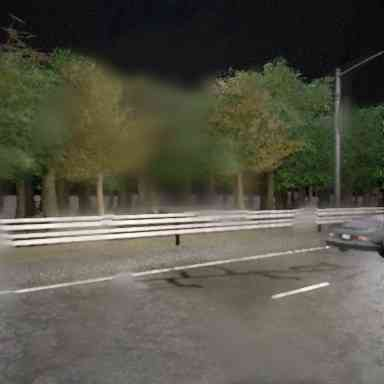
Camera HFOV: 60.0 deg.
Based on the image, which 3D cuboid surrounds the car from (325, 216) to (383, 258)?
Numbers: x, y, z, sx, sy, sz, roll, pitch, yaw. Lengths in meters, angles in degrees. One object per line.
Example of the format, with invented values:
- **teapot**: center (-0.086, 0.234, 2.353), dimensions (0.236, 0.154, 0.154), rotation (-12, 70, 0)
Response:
- **car**: center (7.652, 1.682, 13.402), dimensions (5.357, 1.411, 2.033), rotation (1, 0, -34)
